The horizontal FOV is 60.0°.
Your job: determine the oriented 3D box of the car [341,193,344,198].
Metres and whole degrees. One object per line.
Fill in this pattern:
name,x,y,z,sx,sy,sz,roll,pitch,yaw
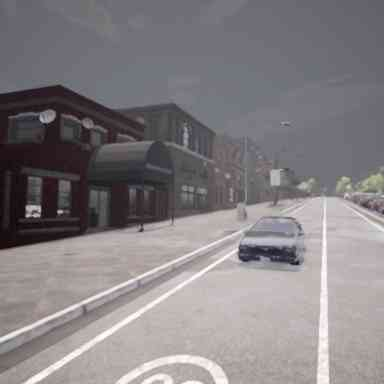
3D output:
car,42.153,1.163,85.574,5.566,2.045,2.435,0,0,22

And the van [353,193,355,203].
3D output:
van,30.570,1.243,56.999,4.442,1.987,1.878,0,0,22

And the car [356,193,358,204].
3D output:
car,26.488,1.246,46.554,5.566,2.045,2.435,0,0,22

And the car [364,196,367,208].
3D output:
car,24.432,1.551,41.339,4.674,1.452,2.002,0,0,22

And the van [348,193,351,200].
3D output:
van,34.733,1.214,67.410,4.442,1.987,1.878,0,0,22

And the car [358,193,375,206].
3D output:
car,25.447,1.253,43.952,5.566,2.045,2.435,0,0,22

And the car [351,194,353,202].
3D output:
car,31.716,1.461,59.560,5.008,1.535,2.097,0,0,22

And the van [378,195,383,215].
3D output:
van,21.419,1.307,33.486,4.442,1.987,1.878,0,0,22

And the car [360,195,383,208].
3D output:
car,27.527,1.364,49.158,4.553,1.767,2.185,0,0,22

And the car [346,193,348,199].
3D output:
car,37.097,1.420,72.504,5.366,1.575,1.946,0,0,22

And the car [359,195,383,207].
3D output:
car,28.568,1.357,51.761,4.553,1.767,2.185,0,0,22

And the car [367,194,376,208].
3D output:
car,23.422,1.393,38.724,4.553,1.767,2.185,0,0,22

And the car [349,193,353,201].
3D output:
car,33.776,1.476,64.775,4.792,1.488,2.163,0,0,22

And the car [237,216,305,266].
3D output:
car,3.146,1.609,12.267,2.033,1.411,5.357,0,0,22

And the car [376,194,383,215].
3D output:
car,19.202,1.297,28.333,5.566,2.045,2.435,0,0,22

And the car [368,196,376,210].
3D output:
car,22.347,1.527,36.135,4.892,1.521,2.231,0,0,22
